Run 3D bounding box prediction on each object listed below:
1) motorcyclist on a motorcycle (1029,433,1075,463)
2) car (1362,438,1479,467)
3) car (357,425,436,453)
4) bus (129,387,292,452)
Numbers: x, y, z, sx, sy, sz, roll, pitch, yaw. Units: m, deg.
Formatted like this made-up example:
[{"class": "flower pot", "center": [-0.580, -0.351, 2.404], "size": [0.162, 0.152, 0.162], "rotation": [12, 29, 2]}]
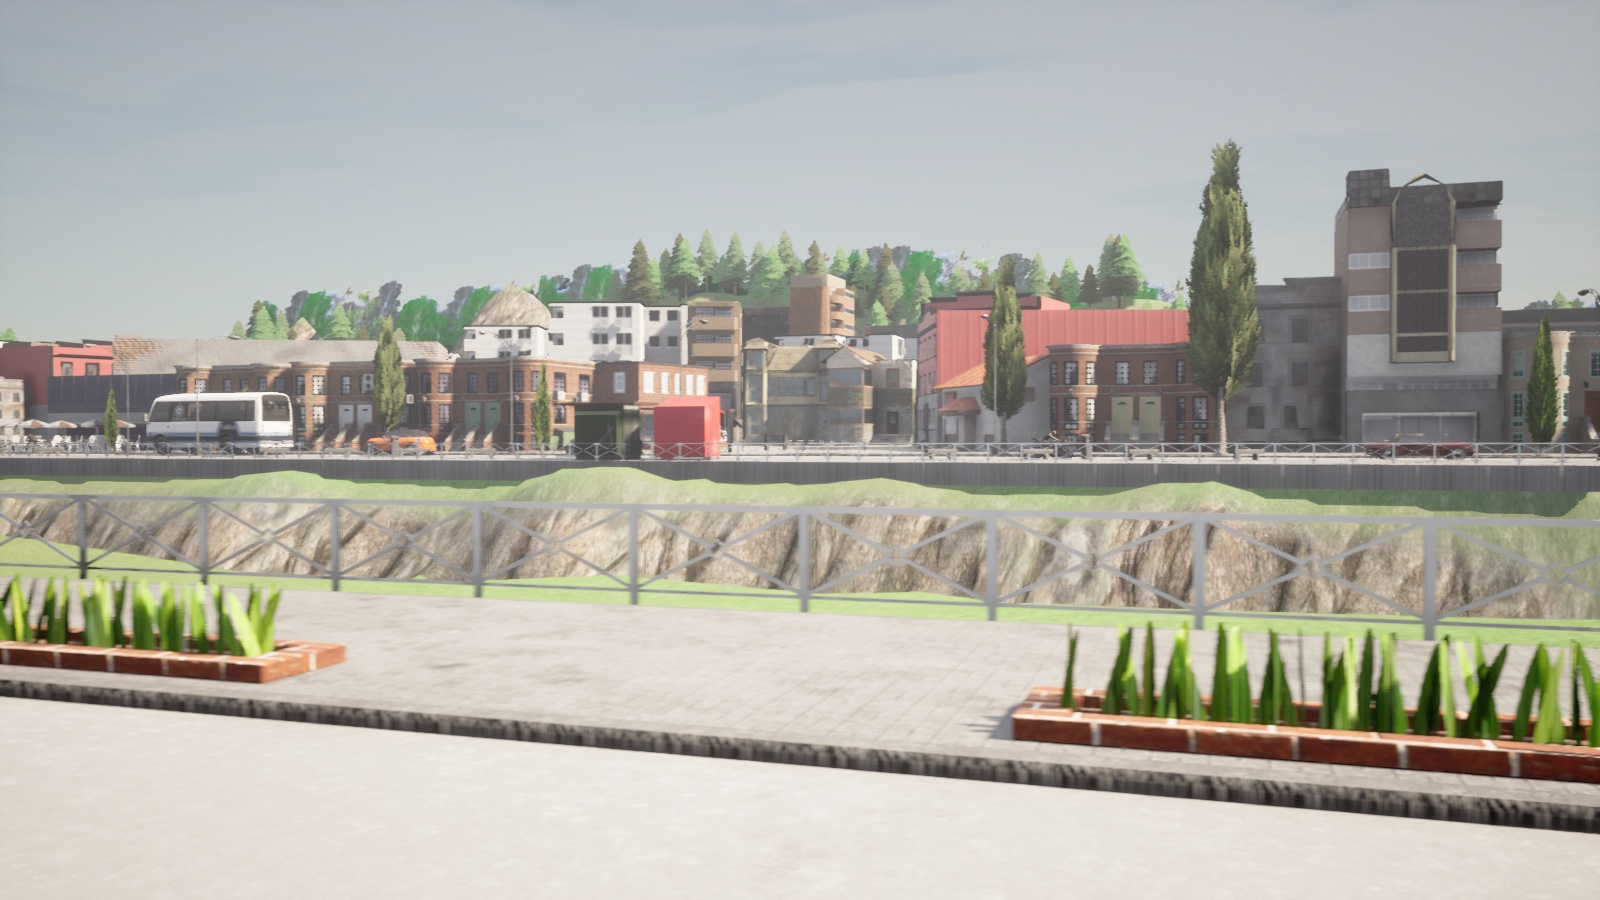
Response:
[{"class": "motorcyclist on a motorcycle", "center": [12.944, -0.122, 64.471], "size": [2.191, 1.530, 0.866], "rotation": [1, 1, 19]}, {"class": "car", "center": [29.100, 0.091, 59.042], "size": [4.718, 1.301, 1.895], "rotation": [1, 1, 19]}, {"class": "car", "center": [-26.306, -0.725, 81.880], "size": [4.553, 1.767, 2.097], "rotation": [1, 1, 19]}, {"class": "bus", "center": [-40.658, -2.091, 86.685], "size": [10.273, 4.253, 3.944], "rotation": [1, 1, 19]}]
